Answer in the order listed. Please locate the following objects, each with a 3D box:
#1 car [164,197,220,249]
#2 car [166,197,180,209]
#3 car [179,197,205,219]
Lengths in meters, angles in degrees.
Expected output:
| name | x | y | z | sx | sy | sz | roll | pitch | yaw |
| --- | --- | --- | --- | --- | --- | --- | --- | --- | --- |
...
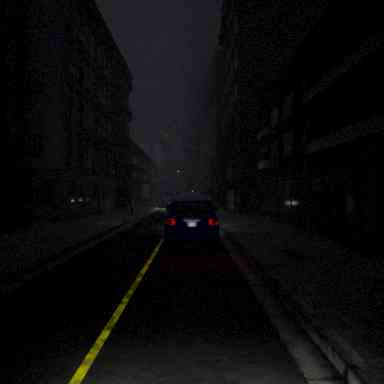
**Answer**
| name | x | y | z | sx | sy | sz | roll | pitch | yaw |
| --- | --- | --- | --- | --- | --- | --- | --- | --- | --- |
| car | 0.000 | 1.256 | 14.680 | 2.150 | 2.045 | 5.566 | 0 | 0 | 0 |
| car | -2.750 | 1.555 | 48.651 | 1.837 | 1.490 | 4.892 | 0 | 0 | 0 |
| car | 0.000 | 1.363 | 29.621 | 2.097 | 1.767 | 4.553 | 0 | 0 | 0 |
